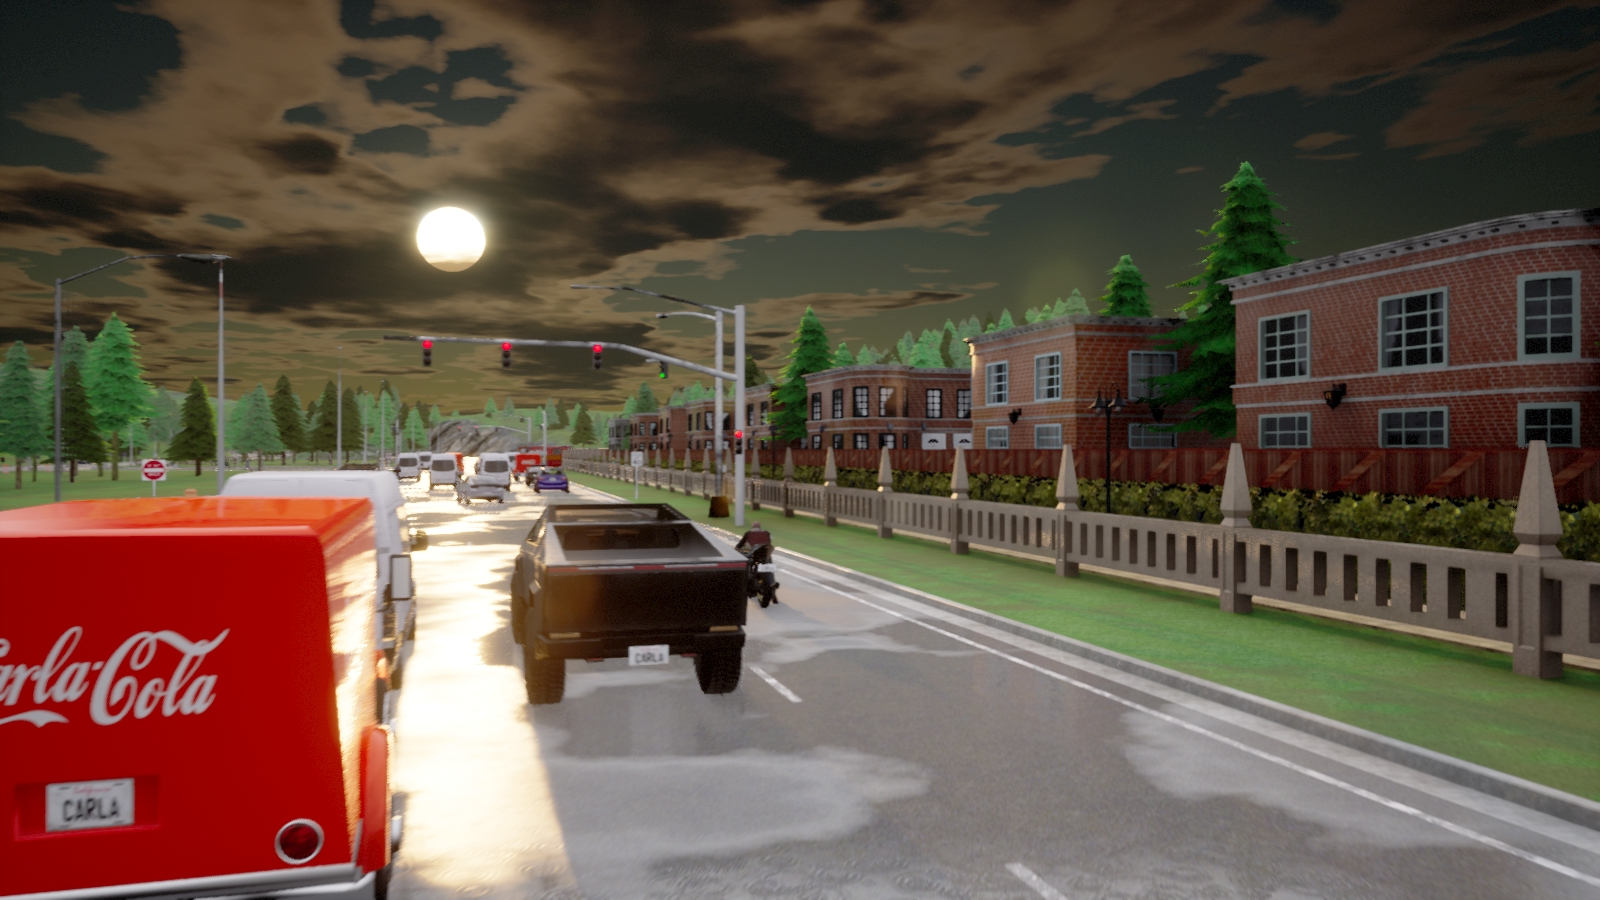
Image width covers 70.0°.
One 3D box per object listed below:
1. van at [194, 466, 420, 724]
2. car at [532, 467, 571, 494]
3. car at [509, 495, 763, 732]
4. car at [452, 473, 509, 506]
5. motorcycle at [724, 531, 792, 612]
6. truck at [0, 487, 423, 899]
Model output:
[{"bbox_3d":[-6.104,1.538,14.864,1.988,2.561,5.915,0,0,-16],"label":"van"},{"bbox_3d":[-16.682,1.986,76.446,2.242,1.667,4.611,0,0,-16],"label":"car"},{"bbox_3d":[-2.415,1.758,14.725,2.390,2.098,6.274,0,0,-16],"label":"car"},{"bbox_3d":[-17.002,2.048,60.623,2.097,1.535,5.006,0,0,-25],"label":"car"},{"bbox_3d":[-0.804,2.211,21.144,0.867,1.251,2.209,0,0,-12],"label":"motorcycle"},{"bbox_3d":[-4.042,1.568,7.786,2.627,2.467,5.204,0,0,-16],"label":"truck"}]
